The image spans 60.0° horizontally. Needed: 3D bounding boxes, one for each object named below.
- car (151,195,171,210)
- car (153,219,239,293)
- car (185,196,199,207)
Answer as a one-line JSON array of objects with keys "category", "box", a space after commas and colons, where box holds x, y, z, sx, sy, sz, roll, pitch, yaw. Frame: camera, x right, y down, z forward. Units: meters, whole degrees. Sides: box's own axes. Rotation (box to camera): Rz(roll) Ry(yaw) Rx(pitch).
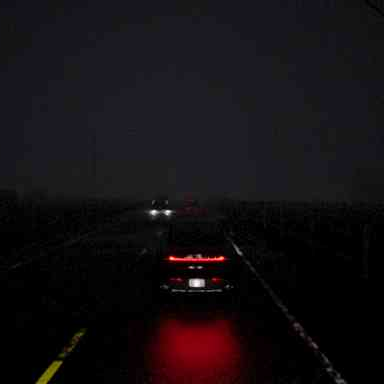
[{"category": "car", "box": [-3.644, 1.175, 40.040, 2.097, 1.767, 4.553, 0, 0, 0]}, {"category": "car", "box": [0.086, 1.465, 8.716, 1.837, 1.490, 4.892, 0, 0, 0]}, {"category": "car", "box": [0.029, 1.291, 45.582, 2.128, 1.511, 4.902, 0, 0, 0]}]
